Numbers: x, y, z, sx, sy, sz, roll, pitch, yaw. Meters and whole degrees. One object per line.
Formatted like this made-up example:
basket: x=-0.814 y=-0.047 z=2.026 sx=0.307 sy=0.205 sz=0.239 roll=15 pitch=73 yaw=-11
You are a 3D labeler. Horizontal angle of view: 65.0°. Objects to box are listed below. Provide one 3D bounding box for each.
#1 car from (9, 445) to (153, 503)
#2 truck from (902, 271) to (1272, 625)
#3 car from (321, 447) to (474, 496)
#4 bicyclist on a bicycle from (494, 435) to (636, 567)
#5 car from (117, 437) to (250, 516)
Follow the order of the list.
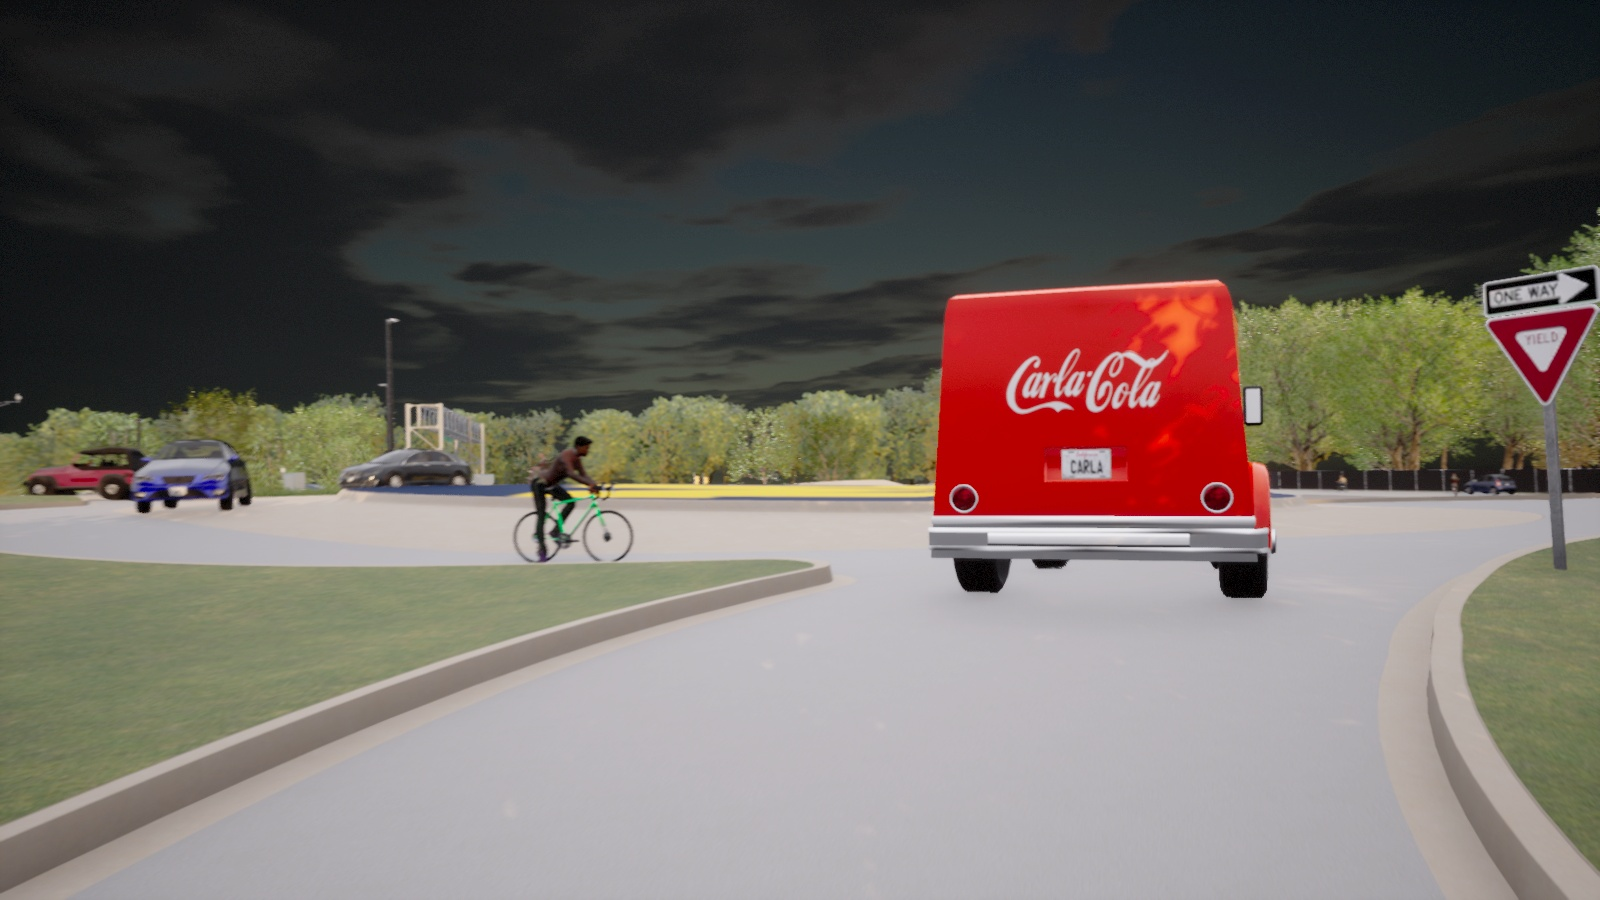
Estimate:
car: x=-24.770 y=0.858 z=43.380 sx=3.866 sy=1.878 sz=1.905 roll=-1 pitch=-3 yaw=-6
truck: x=2.923 y=0.012 z=11.658 sx=2.627 sy=2.467 sz=5.204 roll=-1 pitch=0 yaw=20
car: x=-13.068 y=0.729 z=41.108 sx=1.837 sy=1.490 sz=4.892 roll=-2 pitch=-2 yaw=27
bicyclist on a bicycle: x=-2.978 y=0.656 z=15.923 sx=1.656 sy=1.620 sz=0.582 roll=-1 pitch=-2 yaw=14
car: x=-12.664 y=0.516 z=26.029 sx=1.816 sy=1.474 sz=4.193 roll=-1 pitch=0 yaw=-17
